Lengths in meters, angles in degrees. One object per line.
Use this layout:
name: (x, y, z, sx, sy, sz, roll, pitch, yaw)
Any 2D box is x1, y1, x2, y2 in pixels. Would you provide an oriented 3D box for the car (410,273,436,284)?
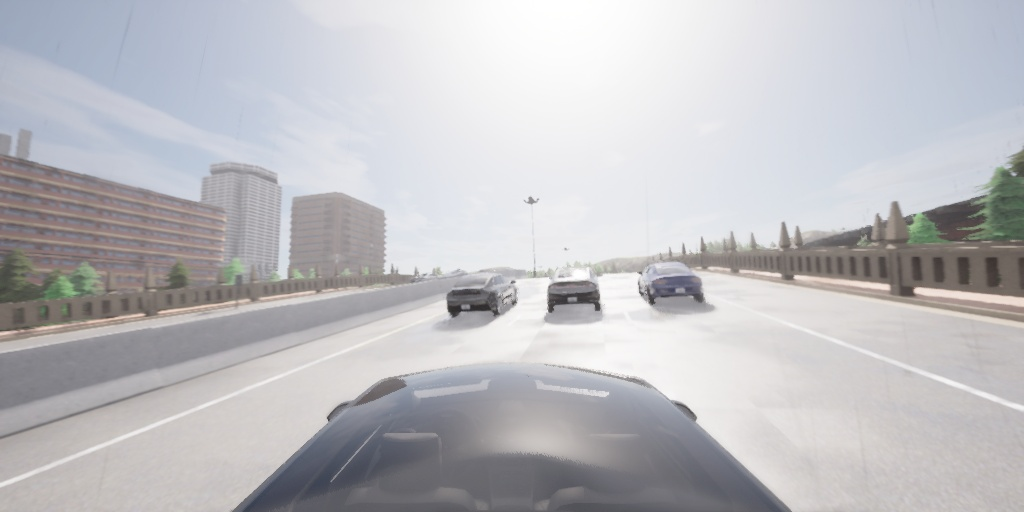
car: (-9.519, 2.553, 40.166, 1.895, 1.301, 4.718, -4, -3, 13)

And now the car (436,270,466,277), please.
car: (-6.049, 2.269, 39.674, 2.033, 1.411, 5.357, -4, -3, 13)

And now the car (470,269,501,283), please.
car: (-2.775, 2.063, 38.346, 1.895, 1.301, 4.718, -4, -3, 13)

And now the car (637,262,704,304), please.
car: (6.109, 0.968, 14.188, 1.812, 1.442, 4.674, -4, 0, 13)

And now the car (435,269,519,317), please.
car: (-1.025, 1.438, 14.325, 1.837, 1.490, 4.892, -4, 0, 13)

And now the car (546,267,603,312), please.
car: (2.467, 1.182, 13.937, 2.128, 1.511, 4.902, -4, -1, 13)
